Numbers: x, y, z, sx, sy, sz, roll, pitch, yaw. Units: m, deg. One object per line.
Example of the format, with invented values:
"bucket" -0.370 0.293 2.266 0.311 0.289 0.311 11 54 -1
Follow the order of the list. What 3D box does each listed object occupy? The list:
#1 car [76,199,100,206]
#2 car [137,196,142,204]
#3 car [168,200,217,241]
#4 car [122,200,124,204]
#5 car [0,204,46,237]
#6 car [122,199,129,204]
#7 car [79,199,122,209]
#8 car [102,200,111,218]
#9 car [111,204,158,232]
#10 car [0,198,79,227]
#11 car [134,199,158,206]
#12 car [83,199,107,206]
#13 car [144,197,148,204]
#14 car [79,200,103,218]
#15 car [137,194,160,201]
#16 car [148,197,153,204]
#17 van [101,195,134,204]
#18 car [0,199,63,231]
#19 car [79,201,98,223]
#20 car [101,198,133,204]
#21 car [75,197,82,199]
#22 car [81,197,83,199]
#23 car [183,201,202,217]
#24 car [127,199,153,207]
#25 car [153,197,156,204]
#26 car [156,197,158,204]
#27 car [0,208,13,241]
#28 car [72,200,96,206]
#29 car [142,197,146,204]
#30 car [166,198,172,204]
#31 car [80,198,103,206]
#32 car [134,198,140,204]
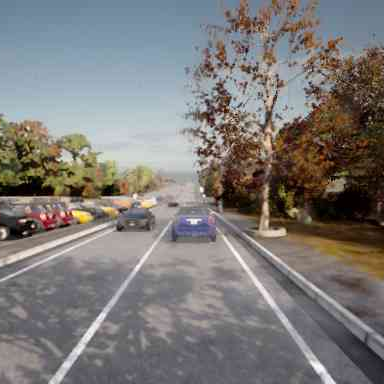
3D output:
"car" -23.325 2.415 74.706 4.792 1.488 2.163 0 -1 0
"car" -10.320 1.794 49.720 4.553 1.767 2.185 0 -1 0
"car" 0.088 1.415 17.098 2.097 1.767 4.553 0 0 0
"car" -10.268 1.787 35.841 4.792 1.488 2.163 0 -1 0
"car" -10.303 1.535 16.409 5.008 1.535 2.097 0 -1 0
"car" -10.266 1.819 38.617 4.792 1.488 2.163 0 -1 0
"car" -10.113 1.723 33.065 5.366 1.575 1.946 0 -1 0
"car" -10.307 1.695 30.289 4.892 1.521 2.231 0 -1 0
"car" -3.363 1.654 20.671 1.994 1.385 4.181 0 0 0
"car" -10.274 1.473 21.963 4.553 1.767 2.185 0 -1 0
"car" -10.279 2.385 74.692 5.008 1.535 2.097 0 -1 0
"car" -23.346 2.494 80.122 5.008 1.535 2.097 0 -1 0
"car" -10.471 1.998 55.265 5.366 1.575 1.946 0 -1 0
"car" -10.296 1.663 27.513 4.892 1.521 2.231 0 -1 0
"car" -10.304 2.078 71.922 5.566 2.045 2.435 0 -1 0
"car" -10.099 2.046 57.917 5.366 1.575 1.946 0 -1 0
"van" -10.409 1.627 44.172 4.442 1.987 1.878 0 -1 0
"car" -10.276 1.441 19.187 4.553 1.767 2.185 0 -1 0
"car" -10.118 1.627 24.737 5.366 1.575 1.946 0 -1 0
"car" -10.265 1.851 41.393 4.792 1.488 2.163 0 -1 0
"car" -23.334 2.135 60.859 4.792 1.488 2.163 0 -1 0
"car" -23.389 1.910 63.634 5.566 2.045 2.435 0 -1 0
"car" 0.067 1.749 34.801 1.837 1.490 4.892 0 -1 0
"car" -10.285 2.218 66.365 4.892 1.521 2.231 0 -1 0
"car" -10.095 2.158 63.590 5.366 1.575 1.946 0 -1 0
"car" -10.463 2.270 69.141 5.366 1.575 1.946 0 -1 0
"car" -10.313 1.543 13.633 4.674 1.452 2.002 0 -1 0
"car" -23.353 2.369 71.936 4.674 1.452 2.002 0 -1 0
"car" -10.281 1.958 52.498 4.892 1.521 2.231 0 -1 0
"car" -3.401 2.198 61.069 1.895 1.301 4.718 0 -1 0
"car" -23.384 2.313 77.354 4.553 1.767 2.185 0 -1 0
"car" -10.320 1.915 46.945 4.792 1.488 2.163 0 -1 0
